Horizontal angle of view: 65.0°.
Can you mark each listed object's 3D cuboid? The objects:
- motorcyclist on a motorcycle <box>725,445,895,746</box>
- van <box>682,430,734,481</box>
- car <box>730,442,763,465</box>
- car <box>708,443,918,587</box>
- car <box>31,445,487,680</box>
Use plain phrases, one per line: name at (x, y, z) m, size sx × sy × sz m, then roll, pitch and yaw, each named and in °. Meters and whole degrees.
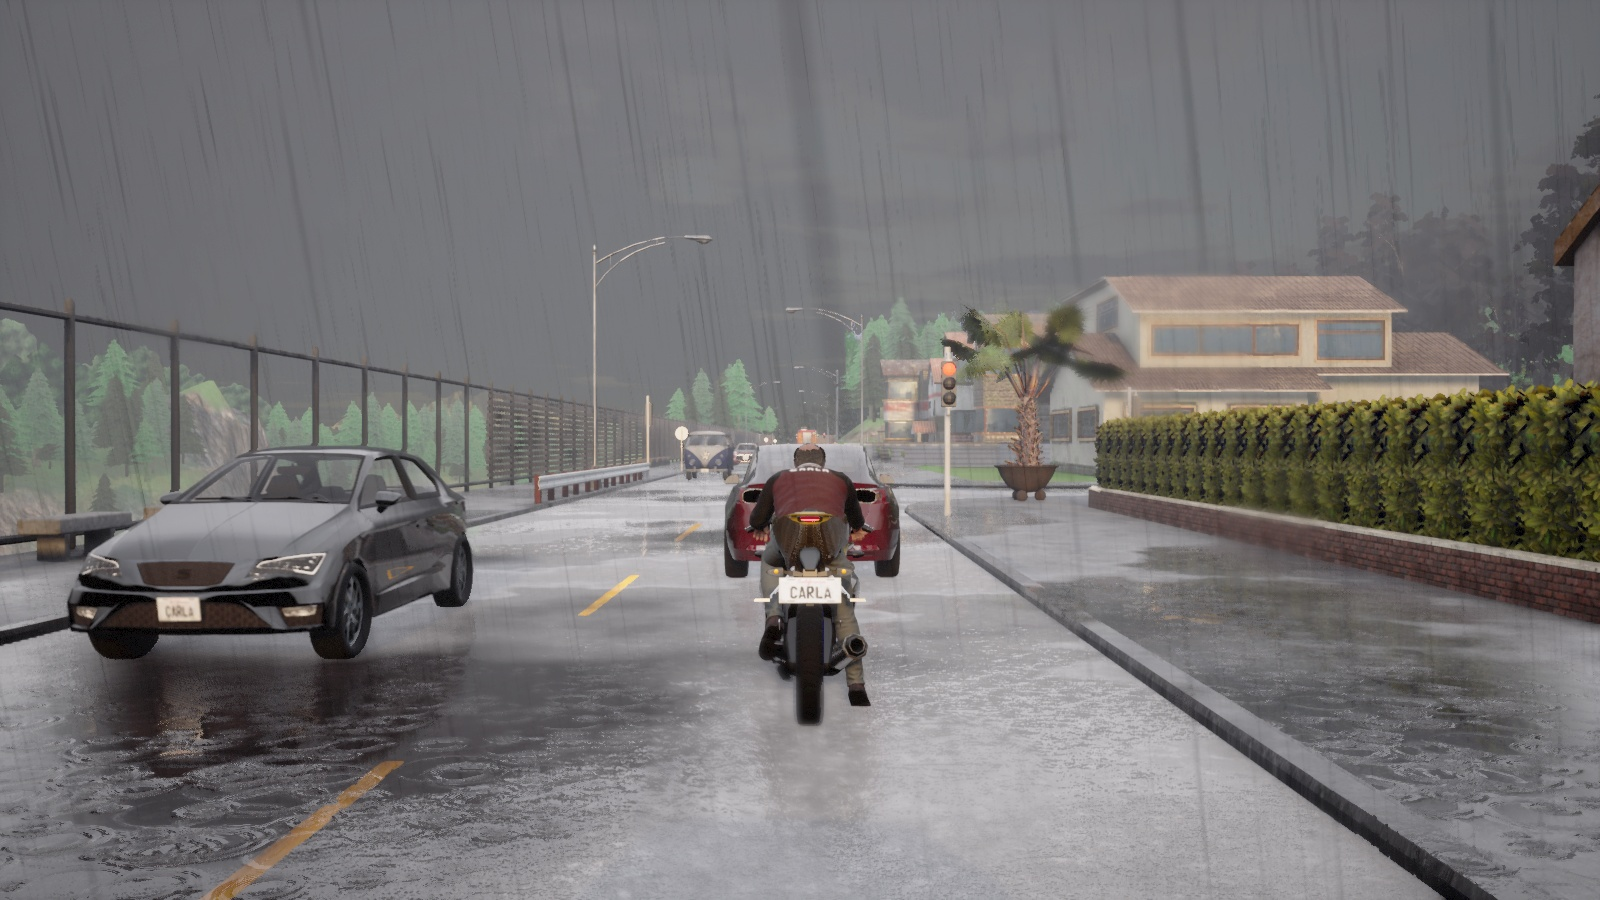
motorcyclist on a motorcycle at (0.056, 0.739, 7.498) m, size 0.866 × 1.530 × 2.191 m, roll 0°, pitch 0°, yaw 0°
van at (-3.702, 0.207, 51.217) m, size 1.775 × 1.987 × 4.442 m, roll 0°, pitch 0°, yaw 0°
car at (-3.526, 0.239, 83.226) m, size 1.970 × 1.475 × 3.806 m, roll 0°, pitch 0°, yaw 0°
car at (0.124, 0.660, 15.372) m, size 2.163 × 1.488 × 4.792 m, roll 0°, pitch 0°, yaw 0°
car at (-3.930, 0.701, 10.009) m, size 1.816 × 1.474 × 4.193 m, roll 0°, pitch 0°, yaw 0°
